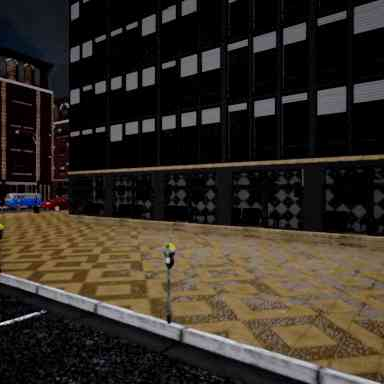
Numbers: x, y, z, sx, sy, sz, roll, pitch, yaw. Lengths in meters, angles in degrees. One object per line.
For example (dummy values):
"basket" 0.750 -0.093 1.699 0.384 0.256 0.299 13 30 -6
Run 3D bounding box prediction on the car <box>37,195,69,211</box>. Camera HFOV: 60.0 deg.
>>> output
"car" -13.582 1.269 35.145 1.887 1.381 4.507 1 1 35

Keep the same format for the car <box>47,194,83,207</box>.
"car" -16.824 1.079 44.269 1.967 1.590 4.097 1 1 35

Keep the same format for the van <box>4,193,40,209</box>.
"van" -20.059 1.050 39.628 1.690 1.788 3.998 1 1 35
